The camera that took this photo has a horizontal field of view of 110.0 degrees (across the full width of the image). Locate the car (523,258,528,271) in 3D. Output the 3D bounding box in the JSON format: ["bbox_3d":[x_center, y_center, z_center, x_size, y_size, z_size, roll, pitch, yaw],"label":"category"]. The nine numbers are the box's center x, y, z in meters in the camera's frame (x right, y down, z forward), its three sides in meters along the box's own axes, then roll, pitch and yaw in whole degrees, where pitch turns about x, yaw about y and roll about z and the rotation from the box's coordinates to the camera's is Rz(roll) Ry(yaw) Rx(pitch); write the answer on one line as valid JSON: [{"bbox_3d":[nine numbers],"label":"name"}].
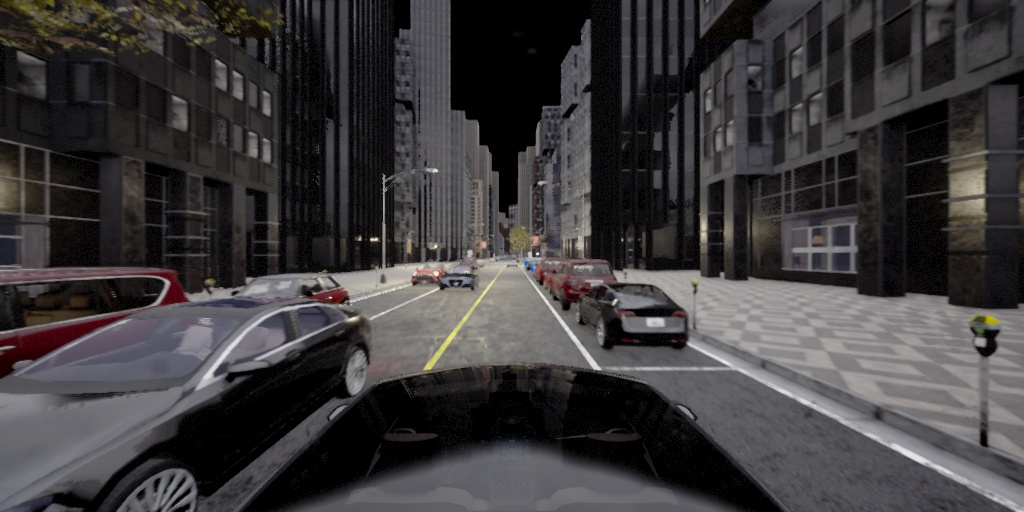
[{"bbox_3d":[2.803,1.312,47.573,1.948,1.339,4.313,0,0,0],"label":"car"}]

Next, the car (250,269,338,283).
[{"bbox_3d":[-5.757,1.188,8.985,1.967,1.591,4.097,0,0,0],"label":"car"}]

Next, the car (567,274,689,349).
[{"bbox_3d":[2.768,1.315,8.984,1.948,1.339,4.313,0,0,0],"label":"car"}]

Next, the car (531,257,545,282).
[{"bbox_3d":[2.783,1.062,25.522,2.192,1.841,5.009,0,0,0],"label":"car"}]

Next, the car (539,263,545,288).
[{"bbox_3d":[2.778,1.293,20.009,1.888,1.381,4.507,0,0,0],"label":"car"}]

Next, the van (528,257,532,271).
[{"bbox_3d":[2.793,1.087,36.547,1.690,1.789,3.998,0,0,0],"label":"van"}]

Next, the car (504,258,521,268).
[{"bbox_3d":[0.051,1.347,59.893,1.895,1.301,4.718,0,0,0],"label":"car"}]

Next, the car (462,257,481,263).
[{"bbox_3d":[-5.723,1.061,47.577,2.192,1.841,5.009,0,0,0],"label":"car"}]

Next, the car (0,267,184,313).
[{"bbox_3d":[-5.762,1.064,3.472,2.192,1.841,5.009,0,0,0],"label":"car"}]

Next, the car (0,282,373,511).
[{"bbox_3d":[-3.085,1.241,3.672,2.128,1.511,4.902,0,0,0],"label":"car"}]

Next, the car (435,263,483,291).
[{"bbox_3d":[-3.055,1.311,21.531,1.994,1.385,4.181,0,0,0],"label":"car"}]

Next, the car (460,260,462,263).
[{"bbox_3d":[-5.737,1.272,30.867,1.751,1.417,4.829,0,0,0],"label":"car"}]

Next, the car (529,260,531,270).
[{"bbox_3d":[2.788,1.292,31.035,1.888,1.381,4.507,0,0,0],"label":"car"}]

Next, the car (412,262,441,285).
[{"bbox_3d":[-5.742,1.187,25.524,1.967,1.591,4.097,0,0,0],"label":"car"}]

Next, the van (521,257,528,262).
[{"bbox_3d":[2.813,1.087,58.598,1.690,1.789,3.998,0,0,0],"label":"van"}]

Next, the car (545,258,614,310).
[{"bbox_3d":[2.773,1.063,14.497,2.192,1.841,5.009,0,0,0],"label":"car"}]

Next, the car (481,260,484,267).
[{"bbox_3d":[-5.718,1.297,53.090,2.007,1.370,4.403,0,0,0],"label":"car"}]
